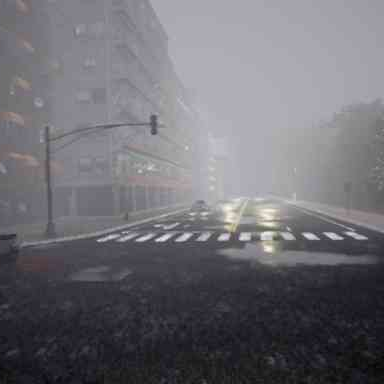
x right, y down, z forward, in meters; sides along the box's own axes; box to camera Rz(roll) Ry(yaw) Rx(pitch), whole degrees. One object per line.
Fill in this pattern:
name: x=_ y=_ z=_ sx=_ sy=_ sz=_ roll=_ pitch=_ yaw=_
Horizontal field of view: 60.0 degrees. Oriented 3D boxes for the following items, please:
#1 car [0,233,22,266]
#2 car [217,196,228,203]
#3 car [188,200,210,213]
car: x=-8.146 y=1.925 z=10.390 sx=5.008 sy=1.535 sz=1.882 roll=-3 pitch=2 yaw=-33
car: x=6.536 y=1.575 z=70.756 sx=2.033 sy=1.411 sz=5.357 roll=-2 pitch=0 yaw=10
car: x=0.959 y=1.680 z=39.600 sx=1.812 sy=1.442 sz=4.674 roll=-2 pitch=1 yaw=10
